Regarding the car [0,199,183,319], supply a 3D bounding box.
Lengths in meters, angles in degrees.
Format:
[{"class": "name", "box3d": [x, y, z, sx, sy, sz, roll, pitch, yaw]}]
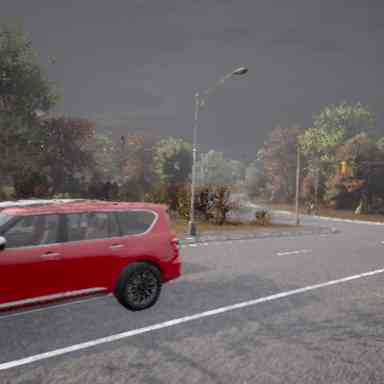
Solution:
[{"class": "car", "box3d": [-2.808, 1.227, 6.283, 5.566, 2.045, 2.150, 0, 0, -35]}]

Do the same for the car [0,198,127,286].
[{"class": "car", "box3d": [-4.828, 1.227, 9.140, 5.566, 2.045, 2.150, 0, 0, -35]}]

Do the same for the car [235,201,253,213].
[{"class": "car", "box3d": [7.595, 2.249, 51.106, 2.097, 1.767, 4.553, 3, 0, -17]}]
